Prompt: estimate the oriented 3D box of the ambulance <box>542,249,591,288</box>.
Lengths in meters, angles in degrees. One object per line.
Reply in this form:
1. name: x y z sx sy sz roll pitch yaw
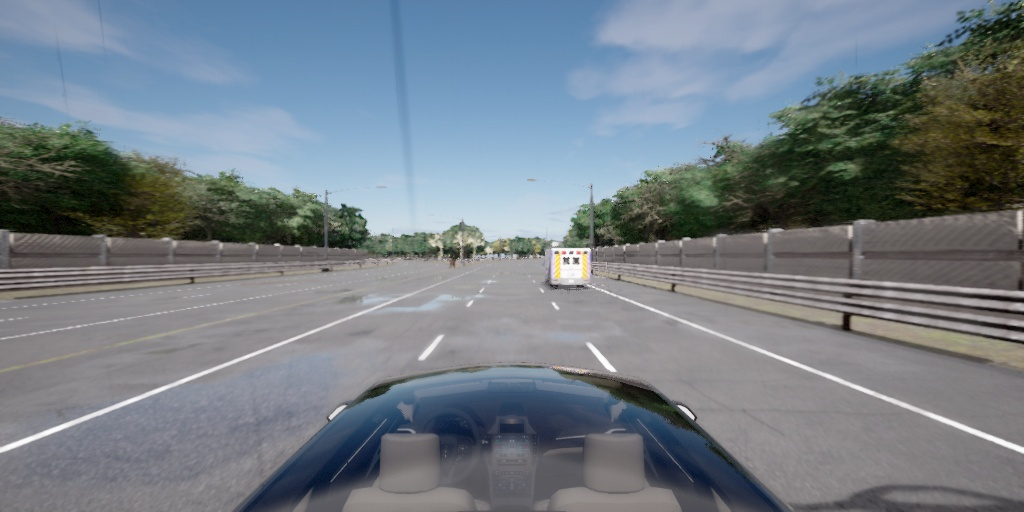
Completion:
1. ambulance: 3.484 0.808 24.025 2.351 2.431 6.366 0 0 0
